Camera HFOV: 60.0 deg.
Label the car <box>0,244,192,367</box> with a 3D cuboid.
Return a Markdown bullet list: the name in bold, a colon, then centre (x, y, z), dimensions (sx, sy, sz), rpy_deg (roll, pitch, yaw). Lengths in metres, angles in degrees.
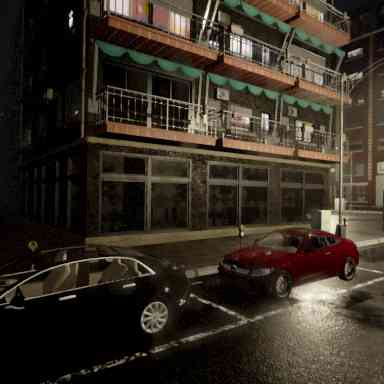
- **car**: centre (-2.057, 1.551, 5.036), dimensions (4.403, 1.369, 2.008), rpy_deg (0, 1, -36)

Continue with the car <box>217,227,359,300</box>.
- **car**: centre (2.567, 1.584, 8.345), dimensions (4.206, 1.307, 1.802), rpy_deg (0, 1, -36)
